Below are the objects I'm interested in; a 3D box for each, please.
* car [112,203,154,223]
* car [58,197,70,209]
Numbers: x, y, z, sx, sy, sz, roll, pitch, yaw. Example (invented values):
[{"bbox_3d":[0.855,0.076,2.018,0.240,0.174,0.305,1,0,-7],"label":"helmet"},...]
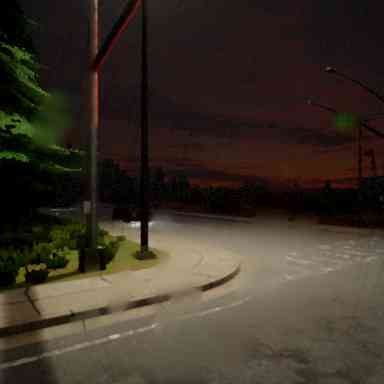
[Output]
[{"bbox_3d":[-4.619,1.590,25.701,1.994,1.385,4.181,0,0,-34],"label":"car"},{"bbox_3d":[-18.190,1.534,45.729,1.837,1.490,4.892,0,-1,-34],"label":"car"}]
